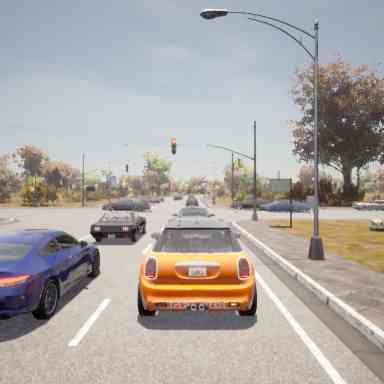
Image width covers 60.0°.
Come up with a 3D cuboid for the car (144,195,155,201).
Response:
[{"bbox_3d":[-10.571,1.525,83.219,2.128,1.511,4.902,0,0,0],"label":"car"}]

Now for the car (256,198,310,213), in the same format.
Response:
[{"bbox_3d":[9.964,1.547,36.272,5.357,1.411,2.033,0,0,0],"label":"car"}]

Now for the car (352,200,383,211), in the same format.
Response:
[{"bbox_3d":[21.565,1.595,39.270,4.718,1.301,1.895,0,0,3],"label":"car"}]

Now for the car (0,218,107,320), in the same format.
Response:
[{"bbox_3d":[-3.406,1.526,7.211,1.812,1.442,4.674,0,0,0],"label":"car"}]

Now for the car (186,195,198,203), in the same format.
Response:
[{"bbox_3d":[0.045,1.564,55.659,1.994,1.385,4.181,0,0,0],"label":"car"}]

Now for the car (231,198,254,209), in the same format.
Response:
[{"bbox_3d":[7.154,1.492,40.055,4.902,1.511,2.128,0,0,3],"label":"car"}]

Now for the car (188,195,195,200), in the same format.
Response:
[{"bbox_3d":[-0.056,1.500,91.316,1.837,1.490,4.892,0,0,0],"label":"car"}]

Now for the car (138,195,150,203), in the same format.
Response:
[{"bbox_3d":[-10.564,1.478,72.882,1.882,1.535,5.008,0,0,0],"label":"car"}]

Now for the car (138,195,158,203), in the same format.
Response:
[{"bbox_3d":[-7.127,1.505,54.379,1.837,1.490,4.892,0,0,1],"label":"car"}]

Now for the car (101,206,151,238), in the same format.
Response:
[{"bbox_3d":[-3.415,1.601,16.369,1.895,1.301,4.718,0,0,0],"label":"car"}]

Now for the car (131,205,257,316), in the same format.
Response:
[{"bbox_3d":[0.093,1.352,7.678,2.097,1.767,4.553,0,0,0],"label":"car"}]

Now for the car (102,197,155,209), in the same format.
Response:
[{"bbox_3d":[-7.314,1.547,37.354,5.357,1.411,2.033,0,0,3],"label":"car"}]

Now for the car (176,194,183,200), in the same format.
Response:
[{"bbox_3d":[-3.539,1.374,95.056,1.812,1.442,4.674,0,0,1],"label":"car"}]

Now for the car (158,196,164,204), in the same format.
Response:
[{"bbox_3d":[-7.105,1.477,63.857,1.882,1.535,5.008,0,0,0],"label":"car"}]

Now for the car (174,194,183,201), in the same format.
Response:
[{"bbox_3d":[-3.570,1.492,84.647,1.837,1.490,4.892,0,0,0],"label":"car"}]

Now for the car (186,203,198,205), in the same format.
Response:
[{"bbox_3d":[0.085,1.505,16.636,1.837,1.490,4.892,0,0,0],"label":"car"}]

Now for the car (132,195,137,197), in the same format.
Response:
[{"bbox_3d":[-10.645,1.547,53.183,2.033,1.411,5.357,0,0,1],"label":"car"}]
